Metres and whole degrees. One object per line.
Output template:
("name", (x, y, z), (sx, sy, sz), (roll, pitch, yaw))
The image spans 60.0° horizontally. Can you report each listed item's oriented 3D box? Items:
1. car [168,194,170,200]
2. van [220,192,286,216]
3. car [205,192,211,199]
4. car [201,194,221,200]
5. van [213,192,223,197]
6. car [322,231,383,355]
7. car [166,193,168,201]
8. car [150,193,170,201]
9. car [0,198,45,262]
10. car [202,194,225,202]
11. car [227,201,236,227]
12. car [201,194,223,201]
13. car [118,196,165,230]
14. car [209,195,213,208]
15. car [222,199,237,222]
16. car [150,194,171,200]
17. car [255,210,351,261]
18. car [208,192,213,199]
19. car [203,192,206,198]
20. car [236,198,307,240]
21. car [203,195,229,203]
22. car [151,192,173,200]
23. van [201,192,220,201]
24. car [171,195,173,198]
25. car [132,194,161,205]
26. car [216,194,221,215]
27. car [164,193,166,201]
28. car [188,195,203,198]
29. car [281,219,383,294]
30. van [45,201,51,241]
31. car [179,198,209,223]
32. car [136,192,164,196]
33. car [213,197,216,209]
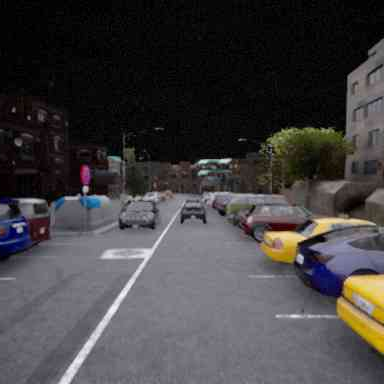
("car", (-7.692, 1.306, 70.458), (4.892, 1.521, 2.231), (0, 0, 0))
("van", (4.532, 1.195, 23.968), (4.442, 1.987, 1.878), (0, 0, 0))
("car", (4.677, 1.233, 49.111), (4.553, 1.767, 2.185), (0, 0, 0))
("car", (4.637, 1.244, 82.648), (4.892, 1.521, 2.231), (0, 1, 0))
("van", (4.764, 1.168, 35.143), (4.442, 1.987, 1.878), (0, 0, 0))
("car", (4.836, 1.466, 4.413), (5.366, 1.575, 1.946), (0, 0, 0))
("car", (-7.714, 1.349, 64.707), (4.792, 1.488, 2.163), (0, 0, 0))
("car", (-7.656, 1.153, 79.402), (4.553, 1.767, 2.185), (0, 0, 0))
("car", (-7.709, 1.204, 9.722), (5.566, 2.045, 2.435), (0, 0, 0))
("car", (4.638, 1.305, 71.585), (4.892, 1.521, 2.231), (0, 0, 0))
("car", (4.643, 1.436, 18.381), (4.892, 1.521, 2.231), (0, 0, 0))
("car", (4.650, 1.291, 77.045), (4.892, 1.521, 2.231), (0, 0, 0))
("car", (-3.095, 1.301, 20.466), (2.097, 1.767, 4.553), (0, 0, 0))
("car", (4.675, 1.416, 37.939), (4.792, 1.488, 2.163), (0, 0, 0))
("car", (4.655, 1.429, 21.176), (4.892, 1.521, 2.231), (0, 0, 0))
("car", (-7.692, 1.249, 82.233), (5.008, 1.535, 2.097), (0, 1, 0))
("car", (4.835, 1.453, 10.001), (5.366, 1.575, 1.946), (0, 0, 0))
("car", (4.616, 1.254, 40.730), (4.553, 1.767, 2.185), (0, 0, 0))
("car", (4.677, 1.213, 57.617), (4.553, 1.767, 2.185), (0, 0, 0))
("car", (4.617, 1.316, 15.589), (4.553, 1.767, 2.185), (0, 0, 0))
("car", (4.639, 1.318, 65.874), (5.008, 1.535, 2.097), (0, 0, 0))
("car", (-7.659, 0.943, 85.173), (5.566, 2.045, 2.435), (0, 1, 0))
("van", (4.527, 1.052, 79.838), (4.442, 1.987, 1.878), (0, 1, 0))
("car", (-7.501, 1.287, 76.461), (5.366, 1.575, 1.946), (0, 0, 0))
("car", (-7.653, 1.216, 55.767), (4.553, 1.767, 2.185), (0, 0, 0))
("car", (4.678, 1.282, 29.557), (4.553, 1.767, 2.185), (0, 0, 0))
("car", (-7.682, 1.367, 61.768), (4.674, 1.452, 2.002), (0, 0, 0))
("car", (0.093, 1.398, 42.875), (1.837, 1.490, 4.892), (0, 0, 0))
("car", (4.679, 1.492, 7.208), (4.792, 1.488, 2.163), (0, 0, 0))
("van", (-7.797, 1.222, 12.513), (4.442, 1.987, 1.878), (0, 0, 0))
("car", (0.096, 1.443, 24.973), (1.837, 1.490, 4.892), (0, 0, 0))
("car", (-7.713, 1.097, 52.954), (5.566, 2.045, 2.435), (0, 0, 0))
("car", (4.645, 1.440, 32.350), (4.674, 1.452, 2.002), (0, 0, 0))
